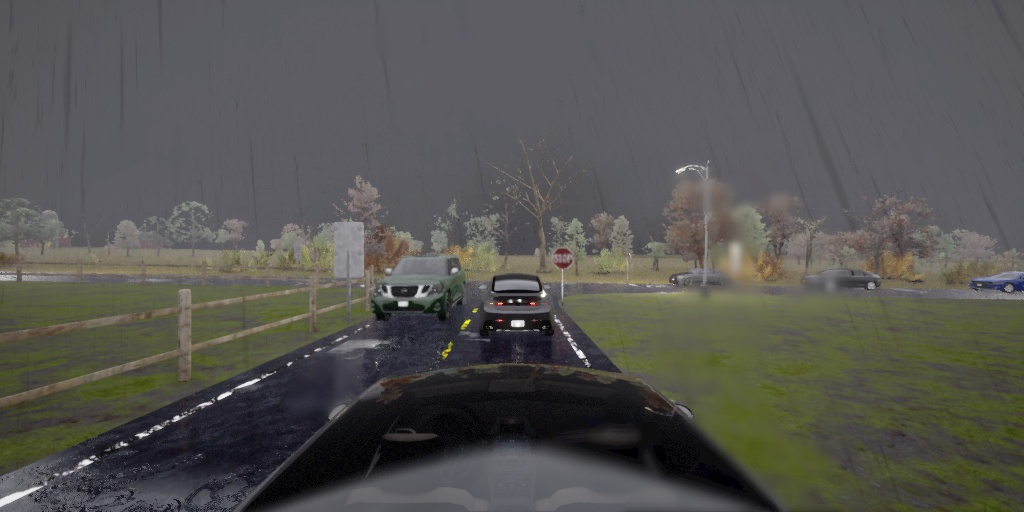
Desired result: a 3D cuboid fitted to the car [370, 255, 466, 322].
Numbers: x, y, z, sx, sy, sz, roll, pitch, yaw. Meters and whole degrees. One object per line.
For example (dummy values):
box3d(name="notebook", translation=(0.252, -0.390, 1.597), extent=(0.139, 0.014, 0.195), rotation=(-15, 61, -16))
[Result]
box3d(name="car", translation=(-2.987, 0.967, 12.685), extent=(2.150, 2.045, 5.566), rotation=(0, 0, 1))

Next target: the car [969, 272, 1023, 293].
box3d(name="car", translation=(36.350, 1.871, 25.937), extent=(5.008, 1.535, 1.882), rotation=(1, 1, 0))

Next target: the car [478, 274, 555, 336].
box3d(name="car", translation=(0.091, 1.252, 10.378), extent=(1.837, 1.490, 4.892), rotation=(0, 0, -1))

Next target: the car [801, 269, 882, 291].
box3d(name="car", translation=(23.789, 1.675, 26.001), extent=(4.892, 1.490, 1.837), rotation=(1, 1, 0))

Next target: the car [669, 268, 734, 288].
box3d(name="car", translation=(13.711, 1.557, 26.042), extent=(4.181, 1.385, 1.994), rotation=(1, 1, 0))
